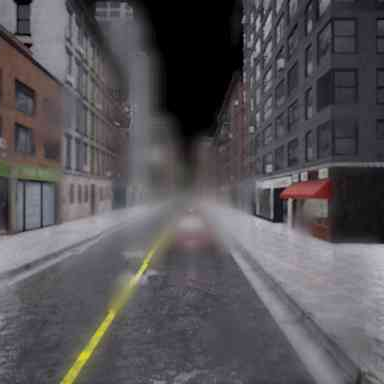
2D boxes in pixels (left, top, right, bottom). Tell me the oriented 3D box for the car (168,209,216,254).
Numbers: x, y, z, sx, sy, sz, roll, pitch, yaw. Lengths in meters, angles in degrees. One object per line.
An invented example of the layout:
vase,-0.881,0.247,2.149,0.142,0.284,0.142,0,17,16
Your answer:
car,0.016,1.655,13.917,1.812,1.442,4.674,0,0,0

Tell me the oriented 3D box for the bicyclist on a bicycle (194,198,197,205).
bicyclist on a bicycle,0.795,2.120,76.287,0.866,1.612,1.509,0,-1,0

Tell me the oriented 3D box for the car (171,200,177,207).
car,-3.035,2.179,65.013,1.895,1.301,4.718,0,0,0

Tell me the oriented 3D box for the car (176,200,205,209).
car,0.008,1.610,28.441,2.097,1.767,4.553,0,-1,0

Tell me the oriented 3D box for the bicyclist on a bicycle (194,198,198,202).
bicyclist on a bicycle,0.798,2.039,67.287,0.866,1.612,1.509,0,-1,0
